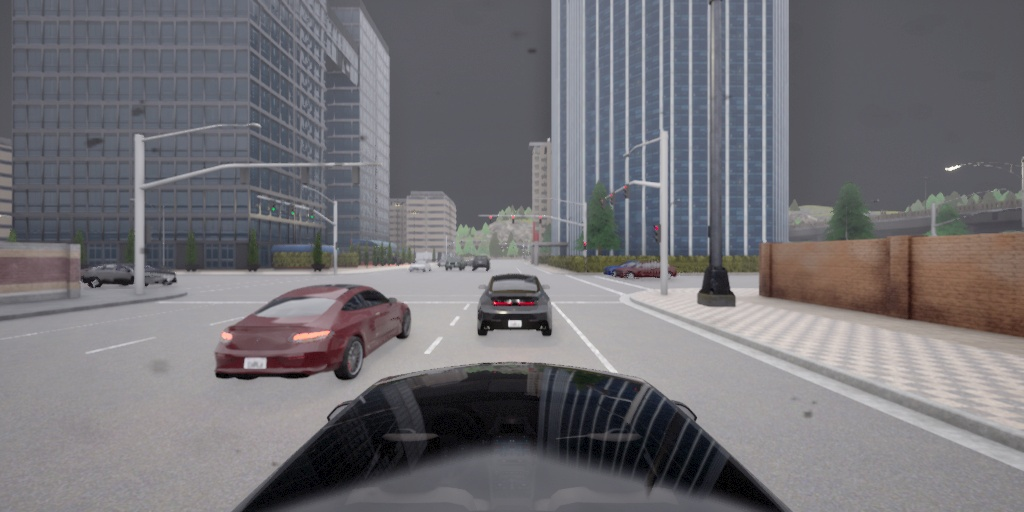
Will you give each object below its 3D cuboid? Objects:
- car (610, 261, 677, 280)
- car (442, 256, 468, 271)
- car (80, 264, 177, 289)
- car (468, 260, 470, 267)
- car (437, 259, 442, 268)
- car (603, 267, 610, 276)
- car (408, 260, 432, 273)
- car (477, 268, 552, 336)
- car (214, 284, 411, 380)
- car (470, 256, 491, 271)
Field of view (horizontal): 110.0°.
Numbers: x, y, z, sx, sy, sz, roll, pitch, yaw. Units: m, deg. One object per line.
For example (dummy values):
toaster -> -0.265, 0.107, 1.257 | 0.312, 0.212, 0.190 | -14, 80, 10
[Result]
car -> 11.264, 1.231, 30.322 | 5.008, 1.535, 1.882 | 0, 0, -1
car -> -7.881, 0.978, 50.113 | 2.150, 2.045, 5.566 | 0, 0, -1
car -> -24.220, 1.242, 22.826 | 4.902, 1.511, 2.128 | 0, 0, 0
car -> -8.056, 1.323, 63.063 | 1.994, 1.385, 4.181 | 0, 0, 0
car -> -11.538, 1.251, 61.546 | 2.128, 1.511, 4.902 | 0, 0, 0
car -> 11.197, 1.232, 33.866 | 5.008, 1.535, 1.882 | 0, 0, 0
car -> -11.372, 1.282, 44.656 | 1.812, 1.442, 4.674 | 0, 0, 1
car -> 0.067, 1.256, 10.379 | 1.837, 1.490, 4.892 | 0, 0, 0
car -> -3.436, 1.276, 7.114 | 1.812, 1.442, 4.674 | 0, 0, 0
car -> -4.196, 0.978, 49.924 | 2.150, 2.045, 5.566 | 0, 0, -1
